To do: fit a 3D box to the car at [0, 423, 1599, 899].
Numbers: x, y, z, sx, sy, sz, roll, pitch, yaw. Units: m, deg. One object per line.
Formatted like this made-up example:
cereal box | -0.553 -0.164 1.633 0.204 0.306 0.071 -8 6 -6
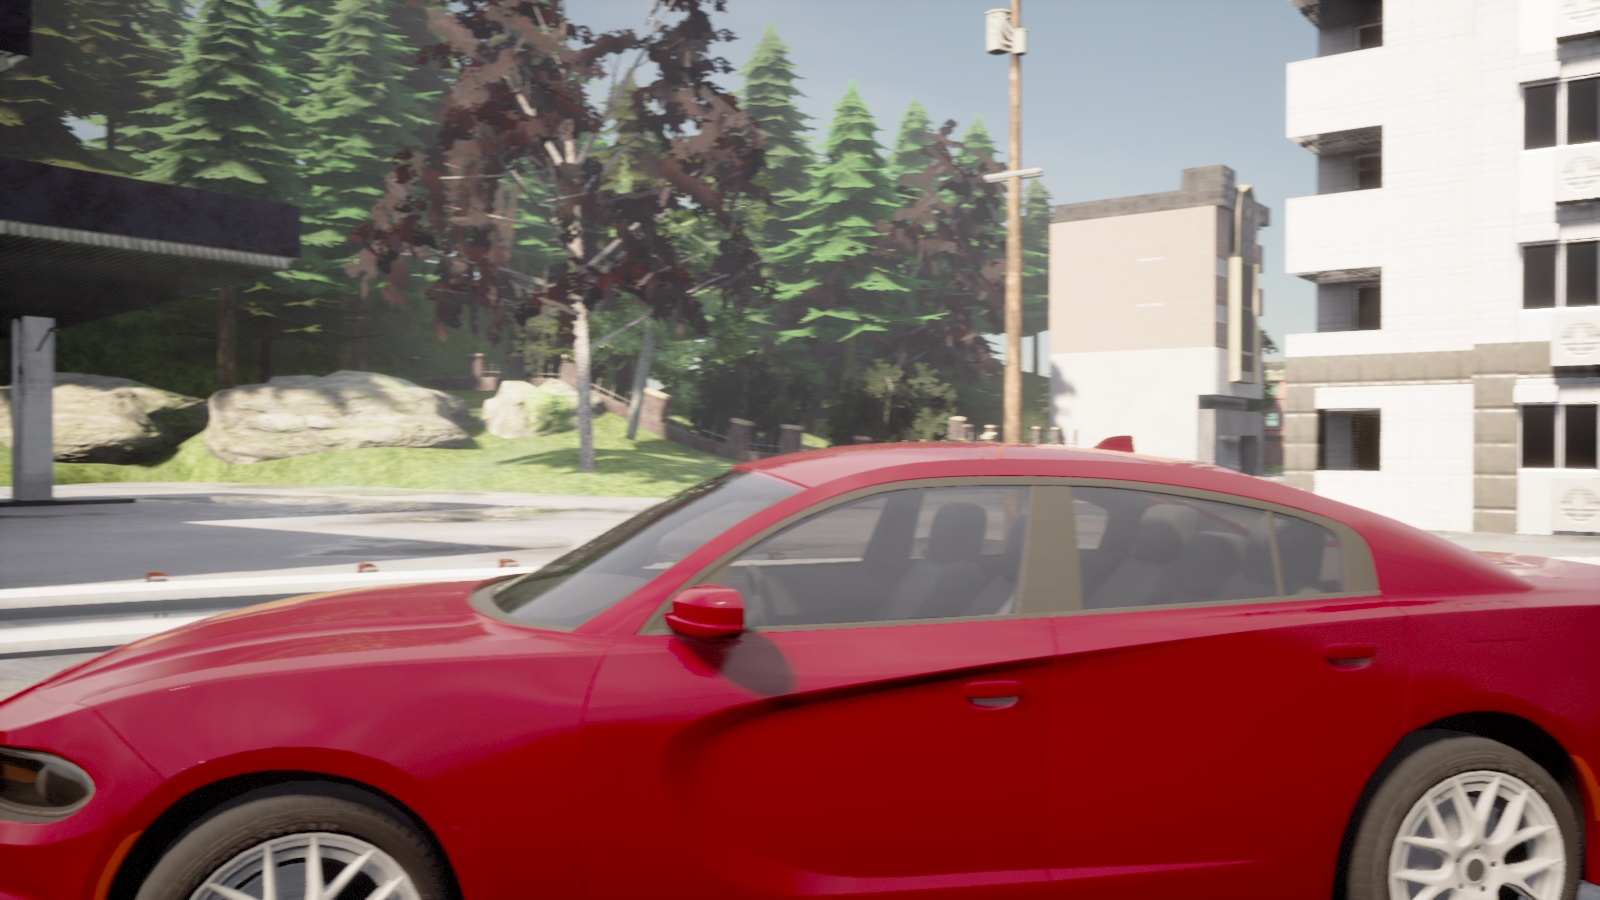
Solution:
car | 0.158 0.712 3.989 5.008 1.535 1.882 0 0 -12
